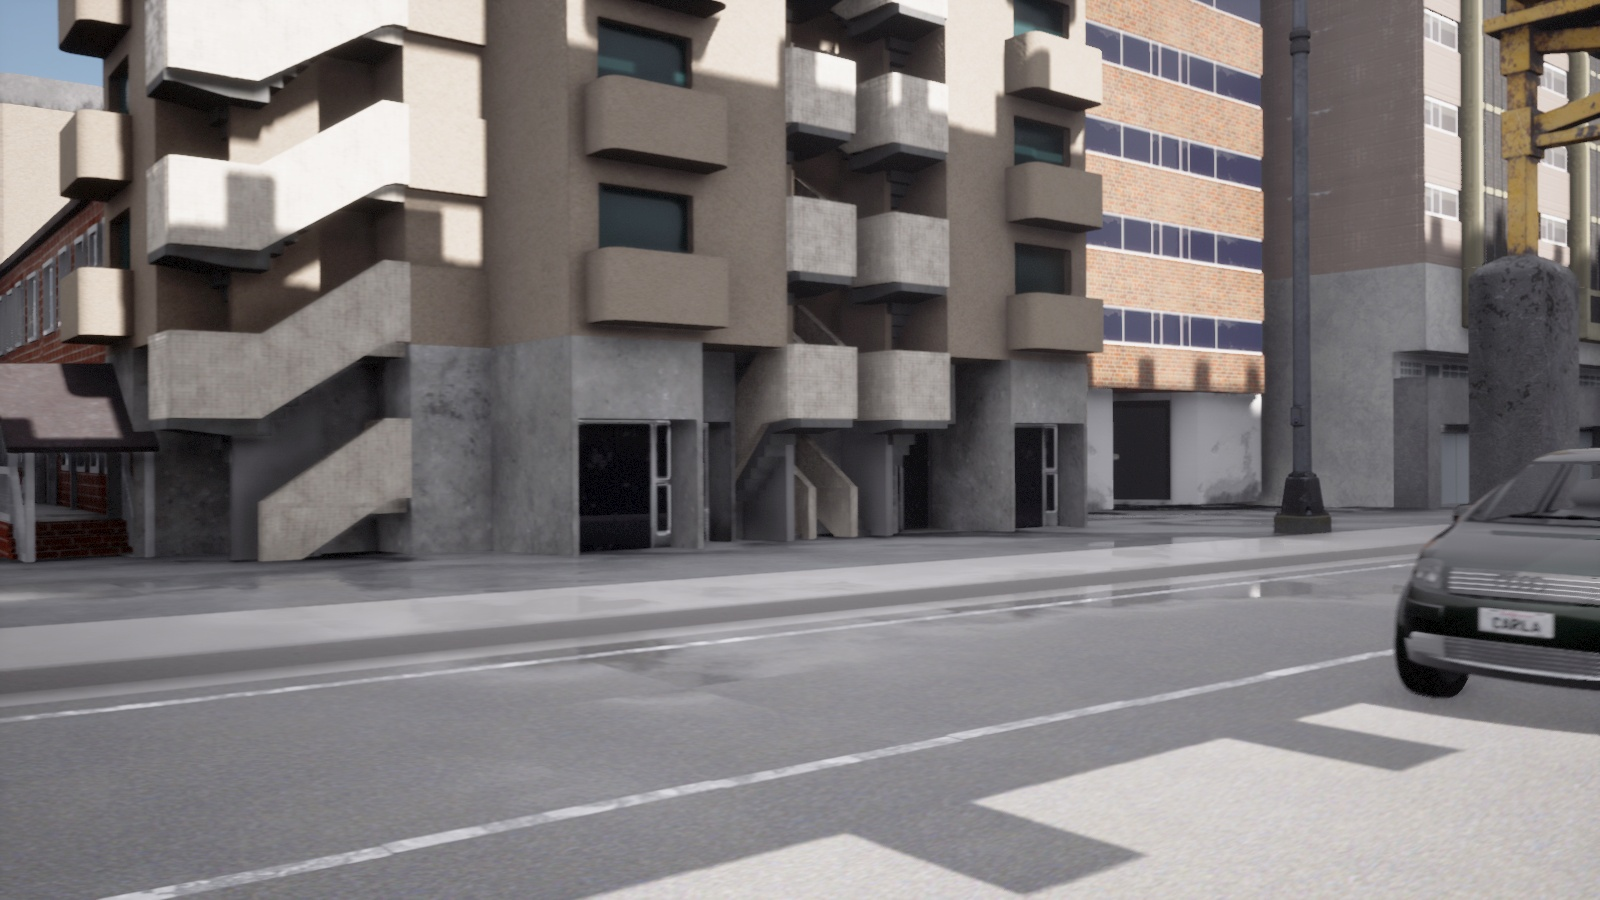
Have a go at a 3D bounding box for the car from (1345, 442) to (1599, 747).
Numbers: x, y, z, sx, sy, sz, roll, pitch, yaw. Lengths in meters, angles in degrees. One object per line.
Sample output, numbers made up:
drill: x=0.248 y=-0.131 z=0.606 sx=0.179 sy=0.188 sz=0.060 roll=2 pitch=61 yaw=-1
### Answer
car: x=5.243 y=0.740 z=7.898 sx=3.705 sy=1.549 sz=1.789 roll=0 pitch=0 yaw=-38
